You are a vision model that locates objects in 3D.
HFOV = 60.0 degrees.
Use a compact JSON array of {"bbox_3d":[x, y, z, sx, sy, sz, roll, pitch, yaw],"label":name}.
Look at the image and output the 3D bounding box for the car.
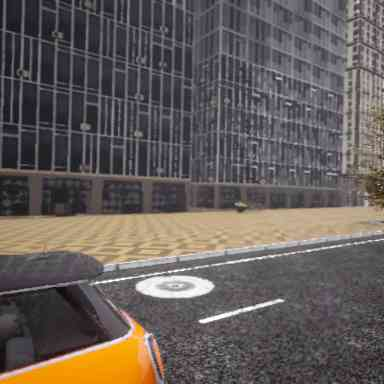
[{"bbox_3d":[-2.415,1.306,1.990,4.553,1.767,2.097,0,0,-35],"label":"car"}]
